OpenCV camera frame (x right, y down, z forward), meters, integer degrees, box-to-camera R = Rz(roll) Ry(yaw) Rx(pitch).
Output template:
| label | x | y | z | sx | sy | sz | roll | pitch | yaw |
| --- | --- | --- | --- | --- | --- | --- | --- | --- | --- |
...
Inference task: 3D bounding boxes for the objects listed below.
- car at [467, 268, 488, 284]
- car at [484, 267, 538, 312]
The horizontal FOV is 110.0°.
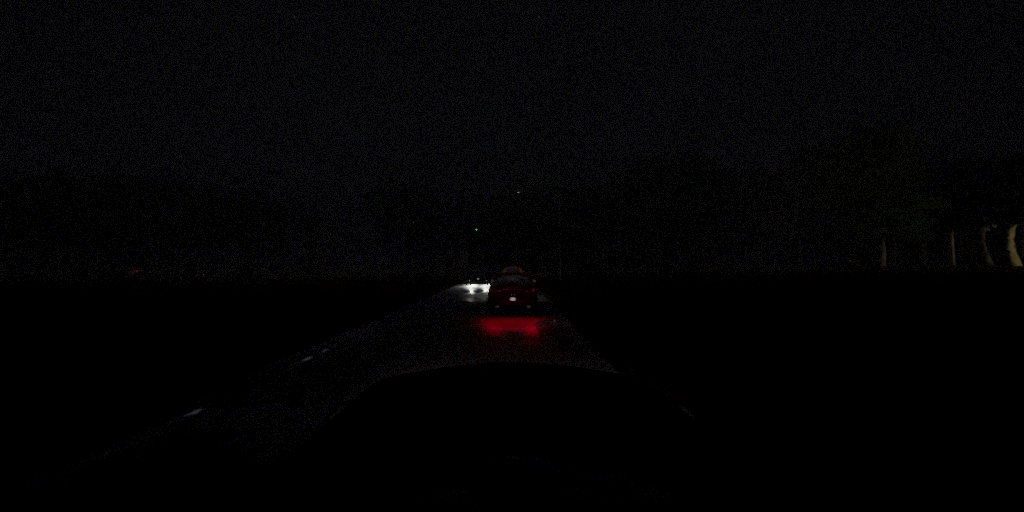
| label | x | y | z | sx | sy | sz | roll | pitch | yaw |
| --- | --- | --- | --- | --- | --- | --- | --- | --- | --- |
| car | -2.800 | 1.762 | 31.765 | 1.994 | 1.385 | 4.181 | 0 | -1 | 1 |
| car | 0.052 | 1.423 | 15.372 | 1.882 | 1.535 | 5.008 | 0 | -1 | 0 |
